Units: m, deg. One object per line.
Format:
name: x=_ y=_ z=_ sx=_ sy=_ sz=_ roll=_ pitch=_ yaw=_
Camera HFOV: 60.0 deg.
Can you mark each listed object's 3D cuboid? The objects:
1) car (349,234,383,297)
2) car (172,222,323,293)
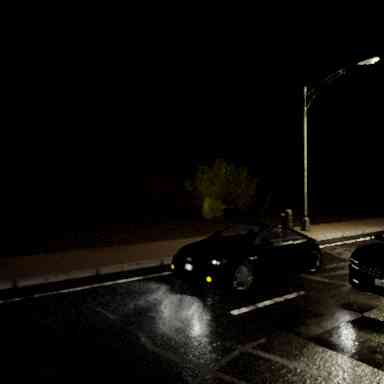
car: x=5.594 y=1.413 z=7.679 sx=5.008 sy=1.535 sz=1.882 roll=-1 pitch=0 yaw=-36
car: x=1.546 y=1.519 z=8.783 sx=4.181 sy=1.385 sz=1.994 roll=-1 pitch=0 yaw=-36
